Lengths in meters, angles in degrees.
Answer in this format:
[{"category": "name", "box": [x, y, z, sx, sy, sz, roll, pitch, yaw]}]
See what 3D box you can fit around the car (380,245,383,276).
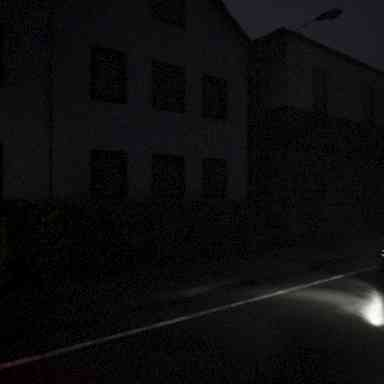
[{"category": "car", "box": [6.972, 1.473, 8.924, 5.008, 1.535, 1.882, 0, 0, -35]}]
